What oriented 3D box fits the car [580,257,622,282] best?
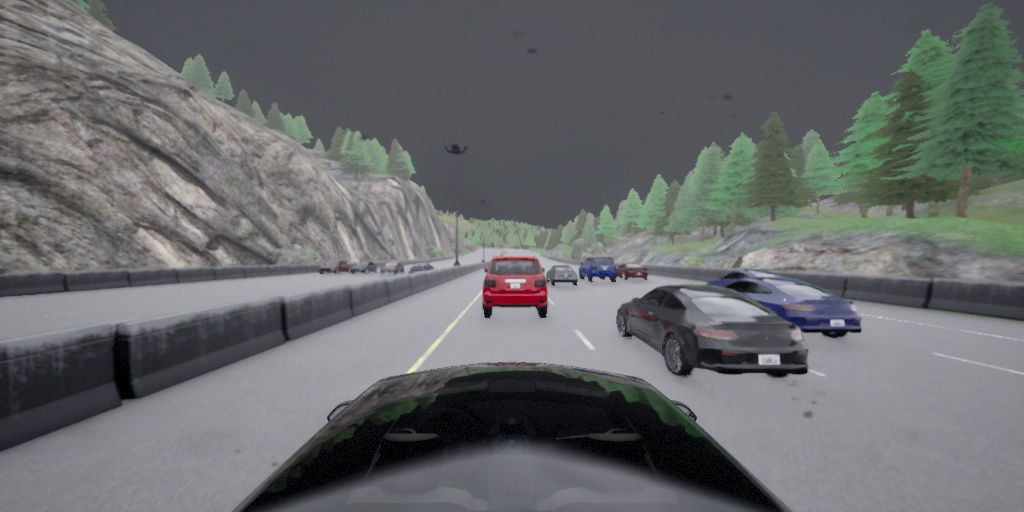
[{"bbox_3d":[7.102,1.086,30.126,2.150,2.045,5.566,0,0,0],"label":"car"}]

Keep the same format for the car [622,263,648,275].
[{"bbox_3d":[10.603,1.352,32.430,1.882,1.535,5.008,0,0,0],"label":"car"}]

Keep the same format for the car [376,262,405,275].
[{"bbox_3d":[-14.085,1.440,42.499,1.812,1.442,4.674,0,0,0],"label":"car"}]

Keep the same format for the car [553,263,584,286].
[{"bbox_3d":[3.602,1.397,26.488,2.033,1.411,5.357,0,0,0],"label":"car"}]

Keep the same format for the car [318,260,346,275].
[{"bbox_3d":[-21.082,1.266,42.701,2.097,1.767,4.553,0,0,0],"label":"car"}]

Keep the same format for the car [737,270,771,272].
[{"bbox_3d":[10.601,1.334,16.054,1.812,1.442,4.674,0,0,0],"label":"car"}]

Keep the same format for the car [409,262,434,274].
[{"bbox_3d":[-10.589,1.462,42.470,2.033,1.411,5.357,0,0,0],"label":"car"}]

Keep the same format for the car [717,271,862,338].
[{"bbox_3d":[7.099,1.310,10.122,1.812,1.442,4.674,0,0,0],"label":"car"}]

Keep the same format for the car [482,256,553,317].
[{"bbox_3d":[0.101,1.019,13.647,2.150,2.045,5.566,0,0,0],"label":"car"}]

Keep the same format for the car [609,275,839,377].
[{"bbox_3d":[3.600,1.298,7.320,1.812,1.442,4.674,0,0,0],"label":"car"}]

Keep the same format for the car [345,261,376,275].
[{"bbox_3d":[-17.582,1.422,42.859,1.837,1.490,4.892,0,-1,0],"label":"car"}]
